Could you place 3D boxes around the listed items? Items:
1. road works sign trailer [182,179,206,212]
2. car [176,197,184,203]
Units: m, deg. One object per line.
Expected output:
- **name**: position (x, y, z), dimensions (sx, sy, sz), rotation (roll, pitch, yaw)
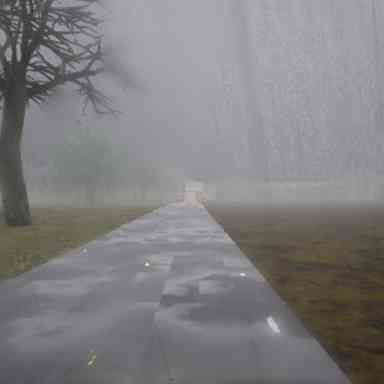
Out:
- **road works sign trailer**: position (0.189, 0.395, 37.616), dimensions (2.380, 3.560, 2.880), rotation (6, -6, 2)
- **car**: position (-2.749, 1.865, 75.948), dimensions (2.033, 1.411, 5.357), rotation (0, -1, 0)
